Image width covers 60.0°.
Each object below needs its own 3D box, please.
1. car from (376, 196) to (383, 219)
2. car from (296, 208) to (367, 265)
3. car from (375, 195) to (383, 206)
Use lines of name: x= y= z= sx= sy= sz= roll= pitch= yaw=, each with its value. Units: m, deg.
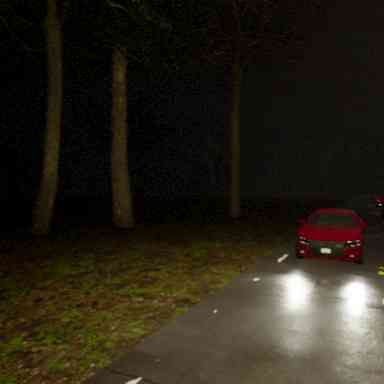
car: x=15.098 y=1.236 z=24.722 sx=2.033 sy=1.411 sz=5.357 roll=0 pitch=1 yaw=28
car: x=4.938 y=1.349 z=11.576 sx=1.882 sy=1.535 sz=5.008 roll=0 pitch=1 yaw=28
car: x=22.150 y=1.036 z=38.108 sx=1.994 sy=1.385 sz=4.181 roll=0 pitch=1 yaw=28
